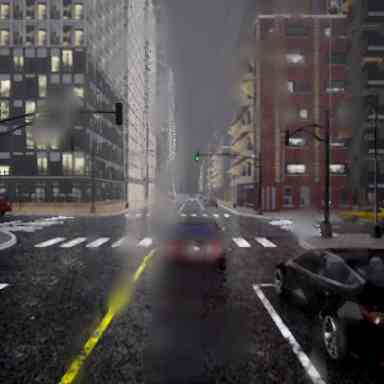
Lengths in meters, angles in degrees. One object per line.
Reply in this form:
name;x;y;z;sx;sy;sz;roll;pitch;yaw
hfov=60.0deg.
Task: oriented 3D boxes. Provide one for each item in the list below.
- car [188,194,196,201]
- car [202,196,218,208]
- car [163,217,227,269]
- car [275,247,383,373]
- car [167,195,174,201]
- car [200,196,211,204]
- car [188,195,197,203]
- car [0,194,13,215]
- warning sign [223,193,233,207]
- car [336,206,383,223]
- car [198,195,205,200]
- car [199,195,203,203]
car;0.064;1.353;80.258;1.882;1.535;5.008;0;0;0
car;2.779;1.598;47.654;1.802;1.307;4.206;0;0;0
car;0.158;1.549;11.139;2.033;1.411;5.357;0;0;2
car;2.696;1.567;5.631;1.947;1.339;4.313;0;0;0
car;-5.620;1.603;88.820;2.008;1.369;4.403;0;0;0
car;2.744;1.581;66.220;2.008;1.369;4.403;0;0;0
car;0.056;1.621;70.286;1.895;1.301;4.718;0;0;0
car;-17.672;1.031;27.709;5.009;1.841;2.192;1;-1;0
warning sign;5.103;1.131;47.767;1.300;1.860;1.060;0;0;0
car;14.665;1.838;27.962;4.829;1.417;1.752;1;-1;0
car;2.765;1.640;94.463;1.802;1.307;4.206;0;0;0
car;2.738;1.576;60.571;2.008;1.369;4.403;0;0;0
